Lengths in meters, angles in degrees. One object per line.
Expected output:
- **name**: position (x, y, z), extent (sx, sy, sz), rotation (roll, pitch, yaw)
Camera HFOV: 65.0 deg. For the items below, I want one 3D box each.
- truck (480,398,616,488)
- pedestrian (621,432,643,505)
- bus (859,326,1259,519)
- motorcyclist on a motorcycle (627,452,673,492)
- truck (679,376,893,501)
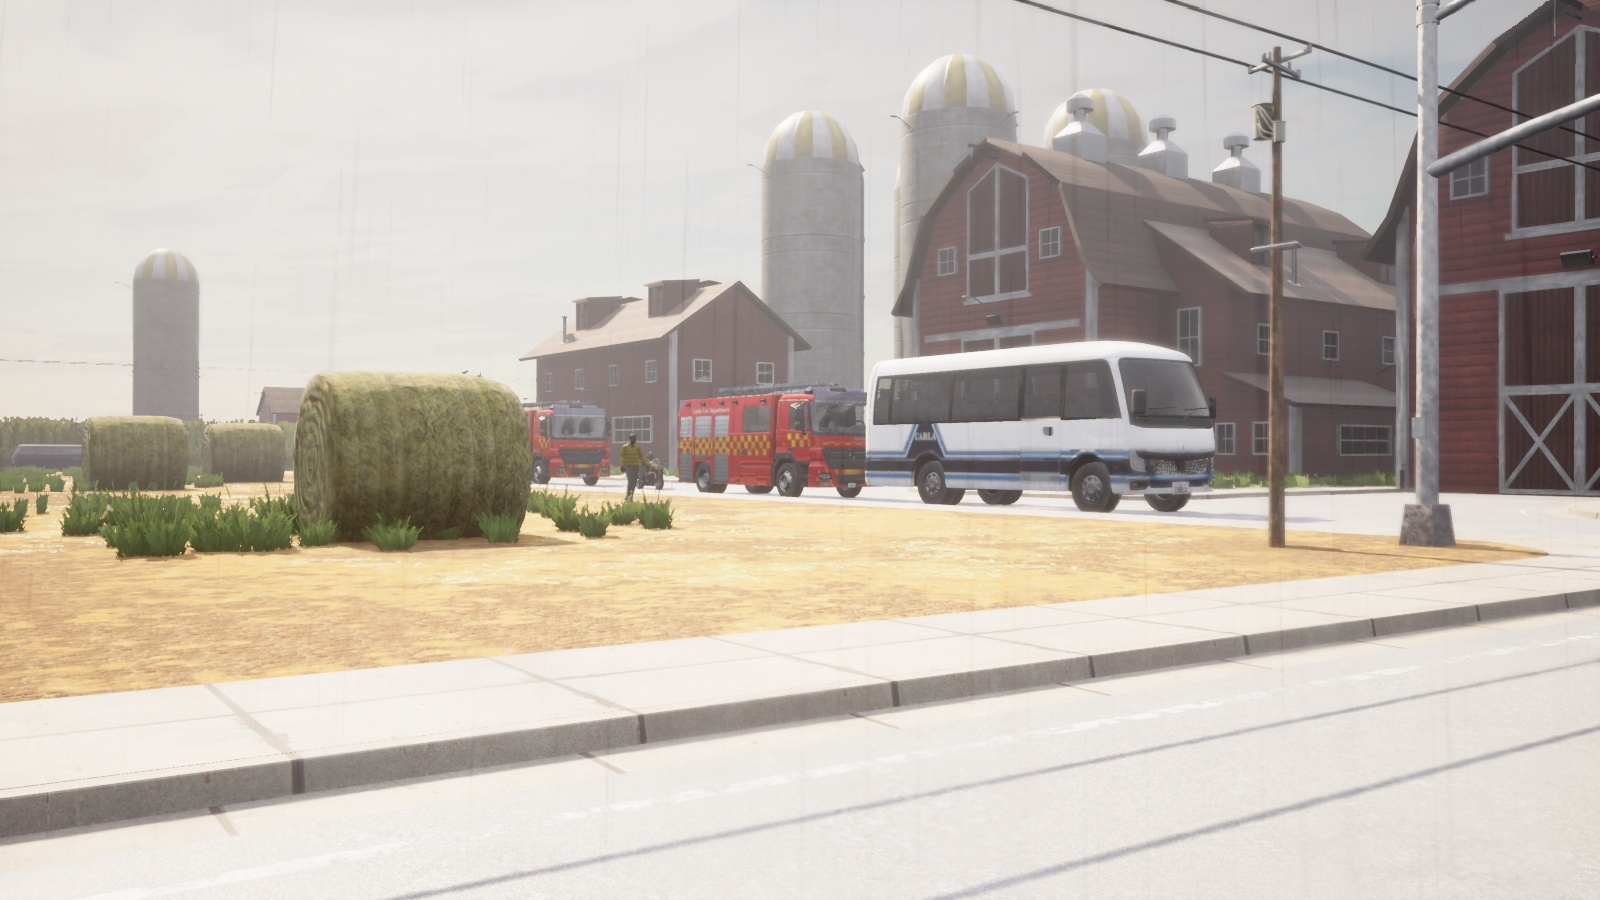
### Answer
- **truck**: position (-11.783, -0.280, 57.959), extent (2.891, 3.827, 8.468), rotation (0, 0, -36)
- **pedestrian**: position (-4.266, 0.457, 31.932), extent (0.370, 1.835, 0.726), rotation (0, 0, -23)
- **bus**: position (6.317, -0.595, 32.948), extent (3.944, 4.253, 10.273), rotation (0, 0, -36)
- **motorcyclist on a motorcycle**: position (-5.971, 0.870, 49.922), extent (0.866, 1.530, 2.191), rotation (-1, 0, -36)
- **truck**: position (-0.707, -0.342, 42.652), extent (2.891, 3.827, 8.468), rotation (0, 0, -36)
